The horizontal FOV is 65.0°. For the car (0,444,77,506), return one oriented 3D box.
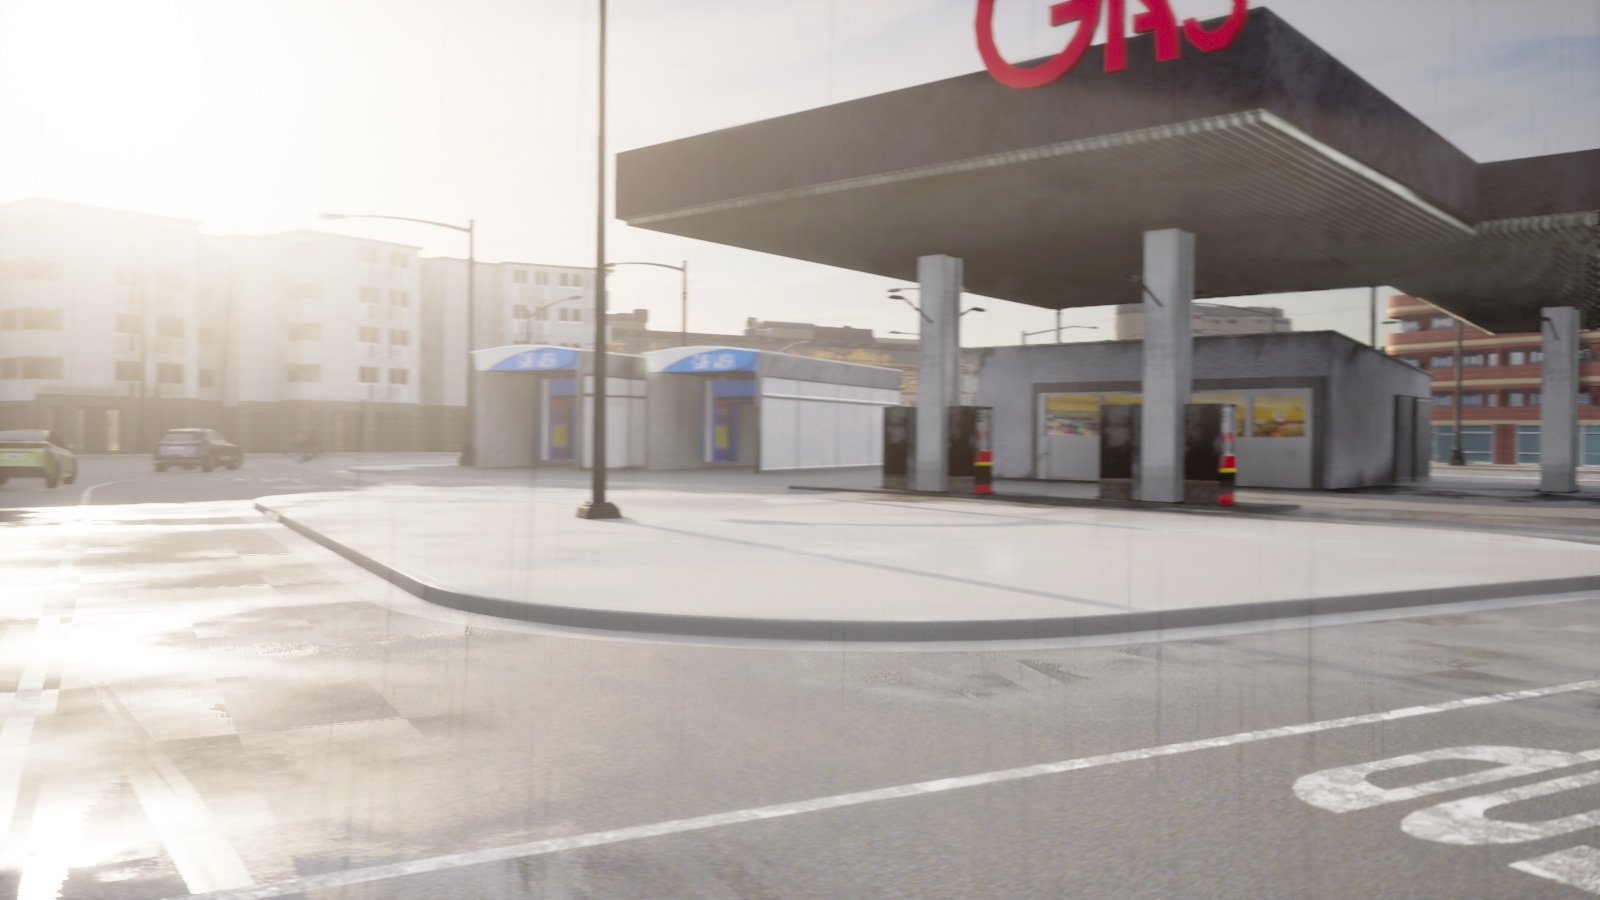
[{"bbox_3d":[-20.657,0.620,33.385,2.007,1.525,4.514,-1,1,-24],"label":"car"}]

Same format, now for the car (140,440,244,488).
[{"bbox_3d":[-22.826,0.473,47.351,2.033,1.649,4.856,-1,1,-7],"label":"car"}]
